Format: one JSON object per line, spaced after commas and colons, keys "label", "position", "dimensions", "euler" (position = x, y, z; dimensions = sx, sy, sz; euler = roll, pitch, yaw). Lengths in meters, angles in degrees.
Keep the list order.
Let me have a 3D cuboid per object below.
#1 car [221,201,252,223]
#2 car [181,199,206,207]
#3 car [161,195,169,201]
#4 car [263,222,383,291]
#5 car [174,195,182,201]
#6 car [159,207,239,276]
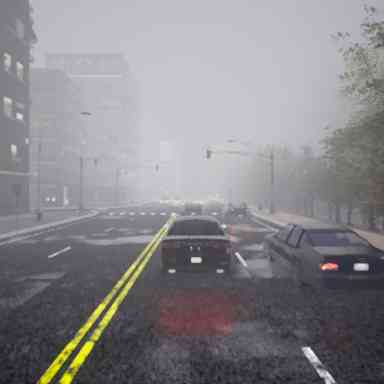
{"label": "car", "position": [3.347, 1.446, 25.389], "dimensions": [2.128, 1.511, 4.902], "euler": [0, 0, 0]}
{"label": "car", "position": [0.098, 1.517, 25.599], "dimensions": [1.994, 1.385, 4.181], "euler": [0, 0, 0]}
{"label": "car", "position": [-6.507, 1.482, 80.085], "dimensions": [1.895, 1.301, 4.718], "euler": [0, 0, 0]}
{"label": "car", "position": [3.349, 1.529, 9.092], "dimensions": [2.033, 1.411, 5.357], "euler": [0, 0, 0]}
{"label": "car", "position": [-3.257, 1.427, 80.115], "dimensions": [2.033, 1.411, 5.357], "euler": [0, 0, 0]}
{"label": "car", "position": [0.098, 1.457, 10.339], "dimensions": [1.882, 1.535, 5.008], "euler": [0, 0, 0]}
